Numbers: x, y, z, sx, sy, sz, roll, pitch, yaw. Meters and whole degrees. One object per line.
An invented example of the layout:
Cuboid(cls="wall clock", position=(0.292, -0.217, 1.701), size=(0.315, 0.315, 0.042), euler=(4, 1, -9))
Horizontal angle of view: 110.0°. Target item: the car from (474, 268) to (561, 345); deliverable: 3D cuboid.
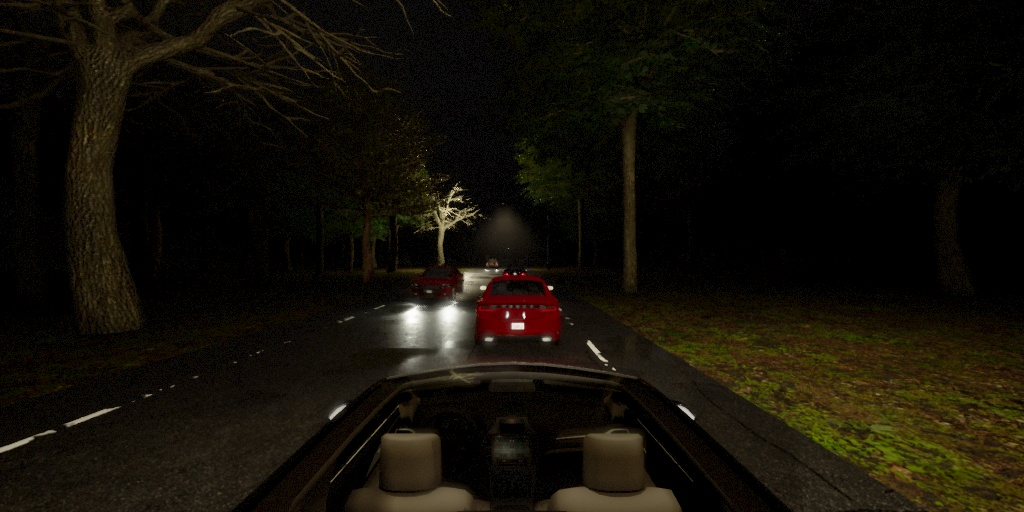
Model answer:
Cuboid(cls="car", position=(0.128, 1.237, 9.553), size=(1.882, 1.535, 5.008), euler=(0, 0, 0))

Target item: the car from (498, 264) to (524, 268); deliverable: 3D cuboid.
Cuboid(cls="car", position=(0.203, 1.361, 28.288), size=(2.033, 1.411, 5.357), euler=(0, 0, 0))

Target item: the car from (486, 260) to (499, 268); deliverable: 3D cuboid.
Cuboid(cls="car", position=(-3.282, 1.396, 60.727), size=(2.097, 1.767, 4.553), euler=(0, 0, 0))

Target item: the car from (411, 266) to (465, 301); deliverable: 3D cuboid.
Cuboid(cls="car", position=(-3.541, 1.255, 17.861), size=(1.882, 1.535, 5.008), euler=(0, 0, 0))
